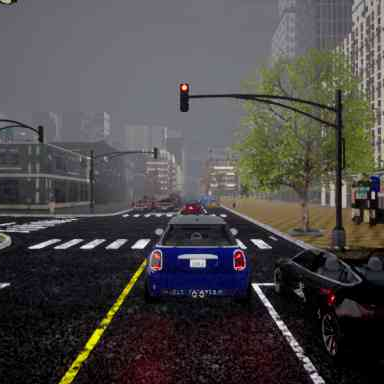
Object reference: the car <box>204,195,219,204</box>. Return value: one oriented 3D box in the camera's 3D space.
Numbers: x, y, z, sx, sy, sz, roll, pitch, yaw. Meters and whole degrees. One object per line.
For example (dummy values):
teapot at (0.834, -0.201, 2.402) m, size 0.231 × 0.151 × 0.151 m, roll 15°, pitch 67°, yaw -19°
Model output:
car at (2.752, 1.528, 43.881) m, size 1.752 × 1.417 × 4.829 m, roll 0°, pitch 0°, yaw 0°

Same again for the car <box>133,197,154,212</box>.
car at (-5.636, 1.584, 38.169) m, size 1.802 × 1.307 × 4.206 m, roll 0°, pitch 0°, yaw 0°

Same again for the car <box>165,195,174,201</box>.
car at (-5.576, 1.559, 82.577) m, size 2.008 × 1.369 × 4.403 m, roll 0°, pitch 0°, yaw 0°

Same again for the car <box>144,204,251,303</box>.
car at (0.111, 1.353, 8.350) m, size 2.097 × 1.767 × 4.553 m, roll 0°, pitch 0°, yaw 0°

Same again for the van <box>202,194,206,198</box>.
van at (2.760, 1.345, 49.263) m, size 1.690 × 1.788 × 3.998 m, roll 0°, pitch 0°, yaw 0°

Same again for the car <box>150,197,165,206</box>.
car at (-5.614, 1.555, 54.822) m, size 2.008 × 1.369 × 4.403 m, roll 0°, pitch 0°, yaw 0°

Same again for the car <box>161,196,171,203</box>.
car at (-5.591, 1.532, 71.305) m, size 1.752 × 1.417 × 4.829 m, roll 0°, pitch 0°, yaw 0°

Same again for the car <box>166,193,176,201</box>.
car at (-5.568, 1.324, 88.128) m, size 2.192 × 1.841 × 5.009 m, roll 0°, pitch 0°, yaw 0°

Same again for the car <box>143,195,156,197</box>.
car at (-5.627, 1.318, 43.720) m, size 2.192 × 1.841 × 5.009 m, roll 0°, pitch 0°, yaw 0°

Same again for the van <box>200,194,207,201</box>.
van at (2.806, 1.349, 82.568) m, size 1.690 × 1.788 × 3.998 m, roll 0°, pitch 0°, yaw 0°

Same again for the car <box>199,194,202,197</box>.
car at (2.774, 1.556, 60.364) m, size 2.008 × 1.369 × 4.403 m, roll 0°, pitch 0°, yaw 0°

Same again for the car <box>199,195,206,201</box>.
car at (2.812, 1.534, 88.289) m, size 1.752 × 1.417 × 4.829 m, roll 0°, pitch 0°, yaw 0°

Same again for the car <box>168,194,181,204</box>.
car at (-3.032, 1.481, 48.489) m, size 1.882 × 1.535 × 5.008 m, roll 0°, pitch 0°, yaw 0°

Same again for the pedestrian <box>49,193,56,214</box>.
pedestrian at (-12.710, 1.039, 30.183) m, size 0.375 × 1.860 × 0.375 m, roll 0°, pitch -1°, yaw -1°

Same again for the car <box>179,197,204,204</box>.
car at (-0.012, 1.566, 35.360) m, size 1.994 × 1.385 × 4.181 m, roll 0°, pitch 0°, yaw 3°

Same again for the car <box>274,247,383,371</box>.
car at (2.701, 1.566, 5.682) m, size 1.947 × 1.339 × 4.313 m, roll 0°, pitch 0°, yaw 0°

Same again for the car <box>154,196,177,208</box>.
car at (-3.041, 1.528, 38.455) m, size 1.812 × 1.442 × 4.674 m, roll 0°, pitch 0°, yaw -2°

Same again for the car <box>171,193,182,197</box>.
car at (-2.991, 1.226, 58.986) m, size 2.150 × 2.045 × 5.566 m, roll 0°, pitch 0°, yaw 1°
